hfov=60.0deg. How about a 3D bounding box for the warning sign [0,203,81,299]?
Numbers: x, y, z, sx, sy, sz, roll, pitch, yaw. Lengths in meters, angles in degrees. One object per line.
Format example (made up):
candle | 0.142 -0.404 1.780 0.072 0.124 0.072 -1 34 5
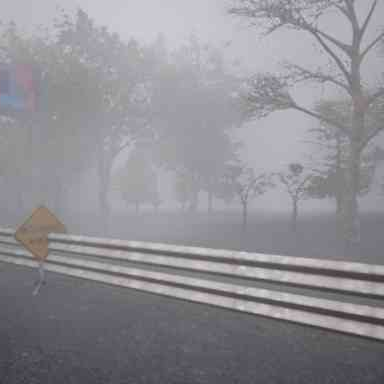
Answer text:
warning sign | -3.358 1.188 7.411 1.060 1.860 1.300 -1 0 34
